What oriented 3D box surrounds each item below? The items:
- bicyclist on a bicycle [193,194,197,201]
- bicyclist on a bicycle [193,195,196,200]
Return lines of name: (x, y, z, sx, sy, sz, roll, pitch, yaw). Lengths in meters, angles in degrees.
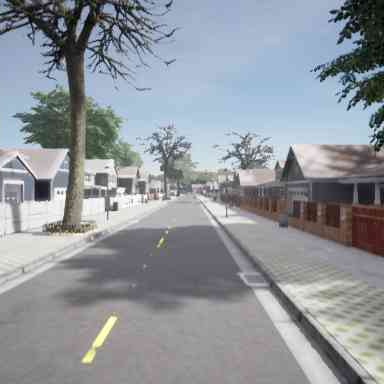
bicyclist on a bicycle: (0.780, 1.430, 89.529, 0.866, 1.612, 1.509, 2, 2, 0)
bicyclist on a bicycle: (0.781, 1.418, 80.532, 0.866, 1.612, 1.509, 2, 1, 0)
